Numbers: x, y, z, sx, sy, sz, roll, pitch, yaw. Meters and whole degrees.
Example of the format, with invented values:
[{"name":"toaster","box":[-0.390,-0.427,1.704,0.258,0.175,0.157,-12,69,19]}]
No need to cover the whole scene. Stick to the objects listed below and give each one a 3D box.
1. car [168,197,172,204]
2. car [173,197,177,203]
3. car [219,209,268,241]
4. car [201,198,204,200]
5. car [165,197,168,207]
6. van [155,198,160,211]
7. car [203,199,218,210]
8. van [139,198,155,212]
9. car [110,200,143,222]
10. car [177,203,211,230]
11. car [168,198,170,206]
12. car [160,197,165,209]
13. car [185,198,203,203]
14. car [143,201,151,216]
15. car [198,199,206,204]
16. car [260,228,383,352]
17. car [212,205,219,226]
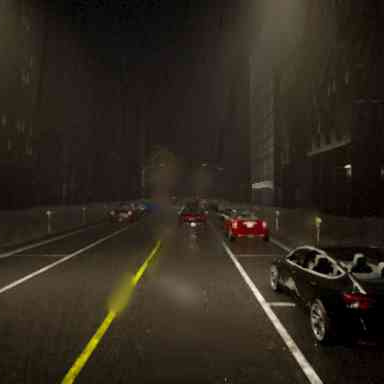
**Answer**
[{"name":"car","box":[-5.843,2.040,68.722,2.192,1.841,5.009,0,-1,0]},{"name":"car","box":[-5.863,2.225,85.753,2.192,1.841,5.009,0,-1,0]},{"name":"car","box":[2.743,1.624,17.642,1.967,1.590,4.097,0,-1,0]},{"name":"car","box":[2.696,2.153,57.382,2.008,1.369,4.403,0,-1,0]},{"name":"car","box":[-5.829,1.920,57.368,2.192,1.841,5.009,0,-1,0]},{"name":"van","box":[-5.816,1.826,46.013,1.690,1.788,3.998,0,-1,0]},{"name":"car","box":[2.709,2.064,46.028,1.802,1.307,4.206,0,-1,0]},{"name":"van","box":[-5.809,1.766,40.336,1.690,1.788,3.998,0,-1,0]},{"name":"car","box":[-5.796,1.745,28.980,1.967,1.590,4.097,0,-1,0]},{"name":"car","box":[0.074,1.744,22.734,1.837,1.490,4.892,0,0,0]},{"name":"car","box":[-5.836,2.231,63.042,1.947,1.339,4.313,0,-1,0]},{"name":"car","box":[-5.823,1.859,51.691,2.192,1.841,5.009,0,-1,0]},{"name":"car","box":[0.050,1.922,42.435,1.882,1.535,5.008,0,-1,0]},{"name":"car","box":[-5.802,1.916,34.657,2.008,1.369,4.403,0,-1,0]},{"name":"car","box":[2.656,2.536,91.446,1.947,1.339,4.313,0,-1,0]},{"name":"car","box":[2.756,1.632,6.287,1.947,1.339,4.313,0,-1,0]},{"name":"car","box":[2.736,1.809,23.318,1.947,1.339,4.313,0,-1,0]}]
